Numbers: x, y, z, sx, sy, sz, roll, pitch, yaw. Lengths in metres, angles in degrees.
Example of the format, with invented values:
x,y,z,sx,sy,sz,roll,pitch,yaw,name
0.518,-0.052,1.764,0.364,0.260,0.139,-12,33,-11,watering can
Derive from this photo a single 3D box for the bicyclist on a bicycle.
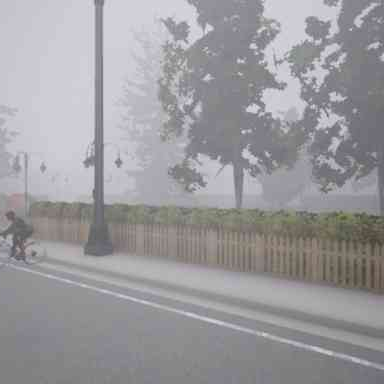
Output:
x,y,z,sx,sy,sz,roll,pitch,yaw,name
-5.164,1.390,9.769,1.656,1.620,0.582,1,-1,-34,bicyclist on a bicycle
